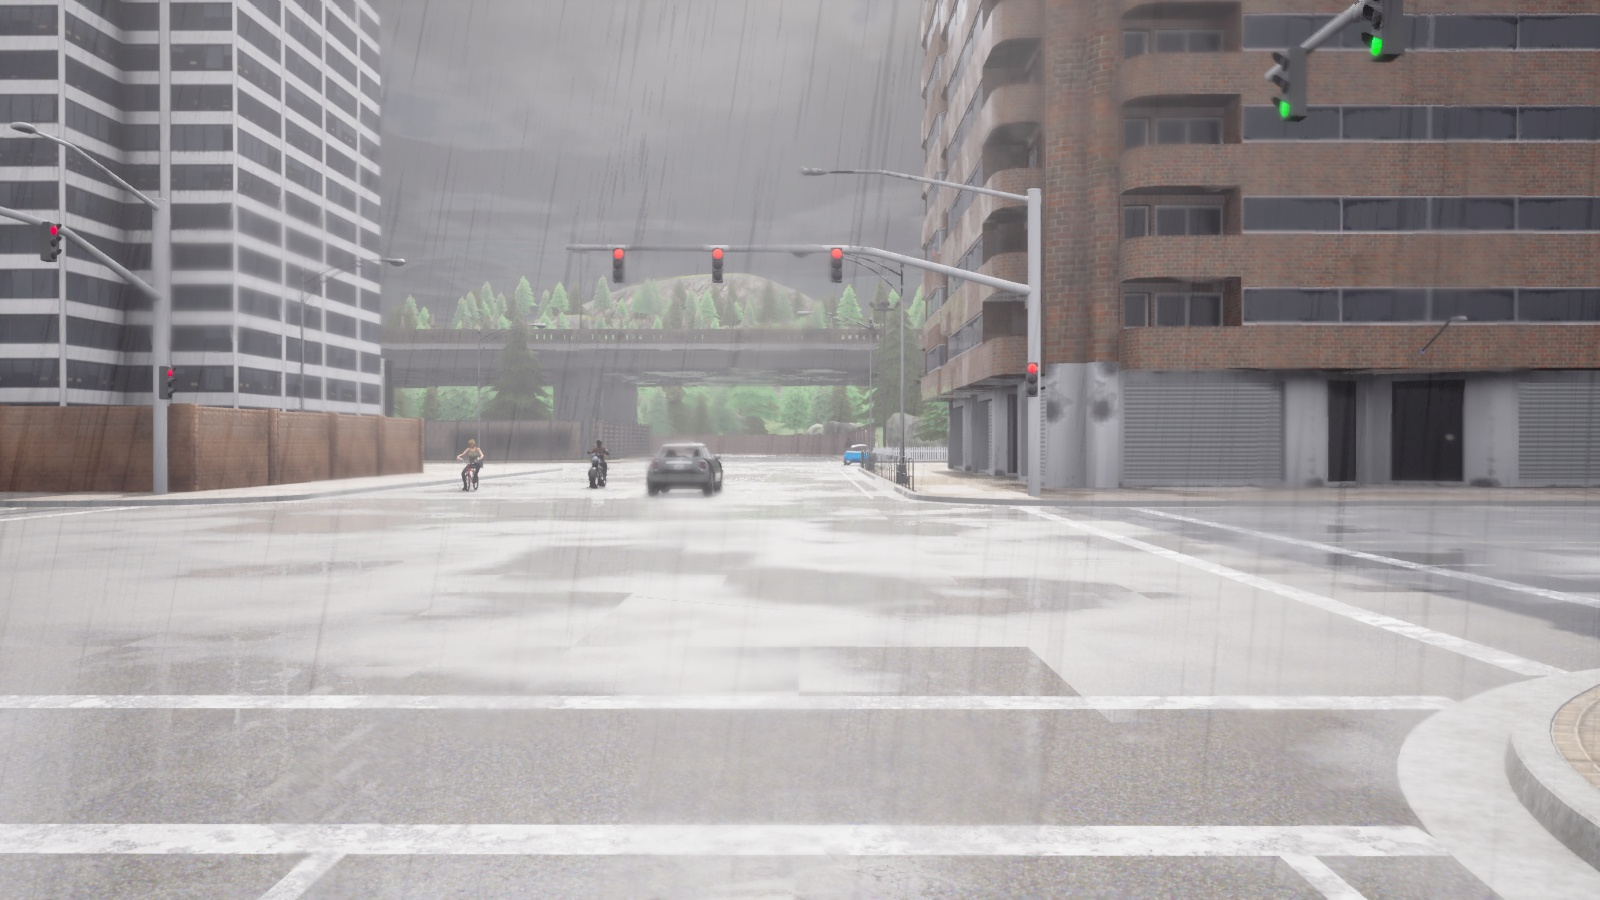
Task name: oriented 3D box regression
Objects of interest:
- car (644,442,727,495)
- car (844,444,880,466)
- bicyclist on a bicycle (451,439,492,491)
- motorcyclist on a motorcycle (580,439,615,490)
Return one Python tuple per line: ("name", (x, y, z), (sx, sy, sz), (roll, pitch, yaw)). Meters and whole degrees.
("car", (-3.308, 0.501, 36.853), (1.970, 1.475, 3.806), (0, 0, 2))
("car", (3.978, 0.324, 80.605), (2.207, 1.376, 1.481), (0, 1, 0))
("bicyclist on a bicycle", (-10.263, 0.453, 39.234), (0.866, 1.612, 1.509), (0, 0, 1))
("motorcyclist on a motorcycle", (-6.752, 0.454, 42.021), (0.766, 1.649, 2.350), (0, 0, 0))
